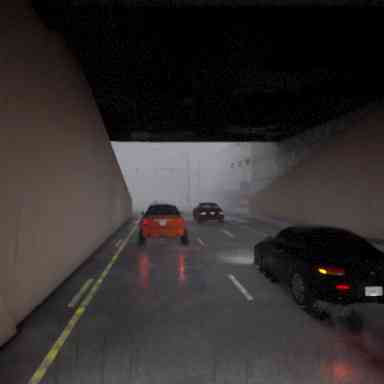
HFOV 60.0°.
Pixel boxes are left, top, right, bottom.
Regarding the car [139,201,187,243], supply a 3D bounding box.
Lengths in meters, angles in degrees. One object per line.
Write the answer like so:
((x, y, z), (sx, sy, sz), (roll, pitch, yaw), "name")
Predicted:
((-1.451, 1.354, 16.418), (2.097, 1.767, 4.553), (-1, 0, -6), "car")

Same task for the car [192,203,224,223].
((1.167, 1.522, 25.471), (2.033, 1.411, 5.357), (-1, 0, -6), "car")

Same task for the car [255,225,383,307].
((2.860, 1.496, 7.853), (1.812, 1.442, 4.674), (0, 0, -5), "car")

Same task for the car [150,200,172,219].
((-2.874, 1.533, 30.549), (1.812, 1.442, 4.674), (-1, 0, -6), "car")
